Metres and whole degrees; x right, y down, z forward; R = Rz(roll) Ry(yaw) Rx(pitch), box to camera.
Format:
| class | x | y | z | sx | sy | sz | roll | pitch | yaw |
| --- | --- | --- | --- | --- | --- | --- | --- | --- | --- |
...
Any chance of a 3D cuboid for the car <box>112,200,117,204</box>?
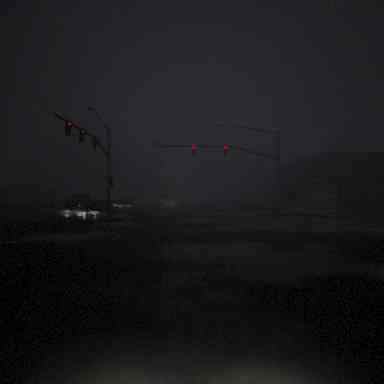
| class | x | y | z | sx | sy | sz | roll | pitch | yaw |
| --- | --- | --- | --- | --- | --- | --- | --- | --- | --- |
| car | -15.025 | 1.352 | 62.828 | 2.097 | 1.767 | 4.553 | 0 | 0 | 1 |

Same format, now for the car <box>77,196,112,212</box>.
| class | x | y | z | sx | sy | sz | roll | pitch | yaw |
| --- | --- | --- | --- | --- | --- | --- | --- | --- | --- |
| car | -11.586 | 1.547 | 39.944 | 2.033 | 1.411 | 5.357 | 0 | 0 | 0 |

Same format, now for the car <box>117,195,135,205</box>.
| class | x | y | z | sx | sy | sz | roll | pitch | yaw |
| --- | --- | --- | --- | --- | --- | --- | --- | --- | --- |
| car | -11.551 | 1.477 | 59.503 | 1.882 | 1.535 | 5.008 | 0 | 0 | 0 |

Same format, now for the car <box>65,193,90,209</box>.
| class | x | y | z | sx | sy | sz | roll | pitch | yaw |
| --- | --- | --- | --- | --- | --- | --- | --- | --- | --- |
| car | -15.085 | 1.221 | 44.505 | 2.150 | 2.045 | 5.566 | 0 | 0 | 0 |
